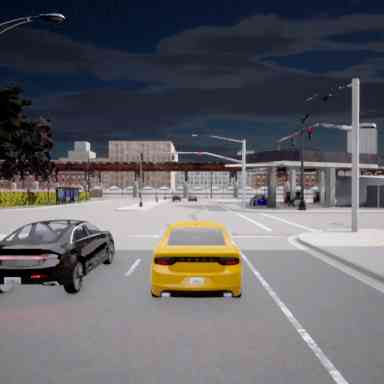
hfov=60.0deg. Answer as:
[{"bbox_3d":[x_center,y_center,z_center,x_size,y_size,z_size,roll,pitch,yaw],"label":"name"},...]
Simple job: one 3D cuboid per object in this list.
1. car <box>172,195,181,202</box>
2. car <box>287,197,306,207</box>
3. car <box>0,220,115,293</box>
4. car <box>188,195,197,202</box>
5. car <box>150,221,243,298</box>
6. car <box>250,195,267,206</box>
[{"bbox_3d":[-3.342,1.377,73.529,1.837,1.490,4.892,0,0,0],"label":"car"},{"bbox_3d":[15.562,1.420,49.576,1.970,1.475,3.806,0,0,0],"label":"car"},{"bbox_3d":[-3.399,1.473,8.770,2.128,1.511,4.902,0,0,0],"label":"car"},{"bbox_3d":[0.157,1.437,73.522,1.994,1.385,4.181,0,0,0],"label":"car"},{"bbox_3d":[0.100,1.467,8.553,1.882,1.535,5.008,0,0,0],"label":"car"},{"bbox_3d":[9.816,1.247,48.826,2.242,1.667,4.611,0,0,0],"label":"car"}]
